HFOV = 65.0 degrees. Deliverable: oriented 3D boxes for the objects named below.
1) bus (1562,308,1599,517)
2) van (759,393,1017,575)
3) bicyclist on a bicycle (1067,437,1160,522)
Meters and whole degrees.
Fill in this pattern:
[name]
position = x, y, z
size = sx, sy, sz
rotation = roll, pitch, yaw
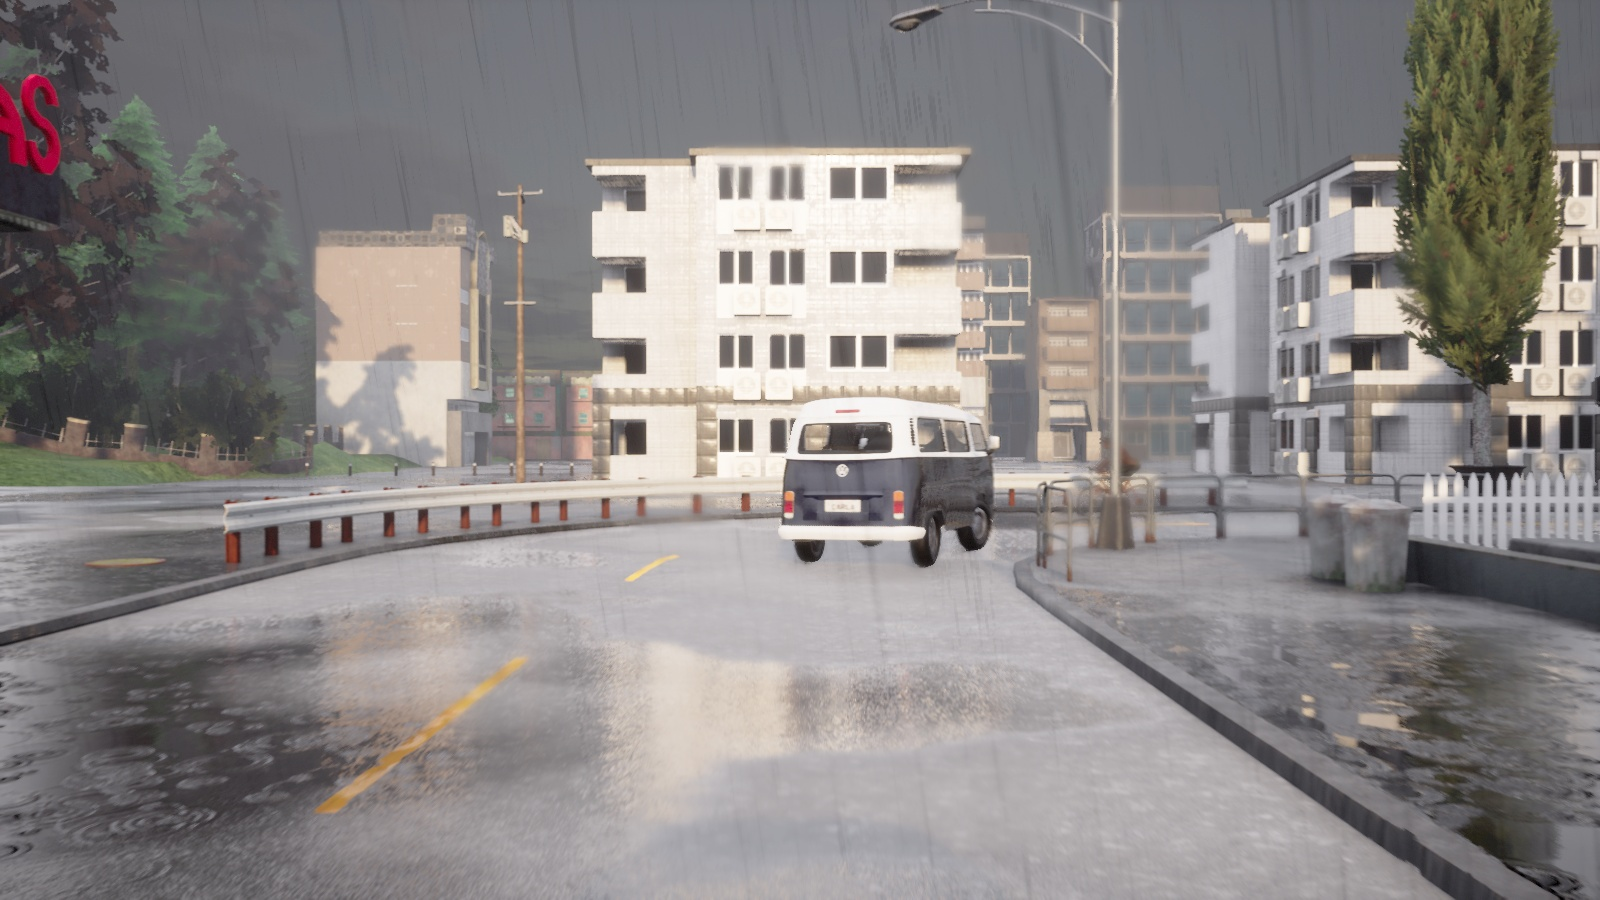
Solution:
[bus]
position = 21.405, -0.752, 24.812
size = 10.273, 4.253, 3.944
rotation = 0, 0, 0
[van]
position = 1.330, 0.379, 16.520
size = 2.069, 2.038, 4.480
rotation = -1, 0, 22
[bicyclist on a bicycle]
position = 6.115, 0.568, 24.528
size = 1.656, 1.620, 0.582
rotation = 0, 1, -10
